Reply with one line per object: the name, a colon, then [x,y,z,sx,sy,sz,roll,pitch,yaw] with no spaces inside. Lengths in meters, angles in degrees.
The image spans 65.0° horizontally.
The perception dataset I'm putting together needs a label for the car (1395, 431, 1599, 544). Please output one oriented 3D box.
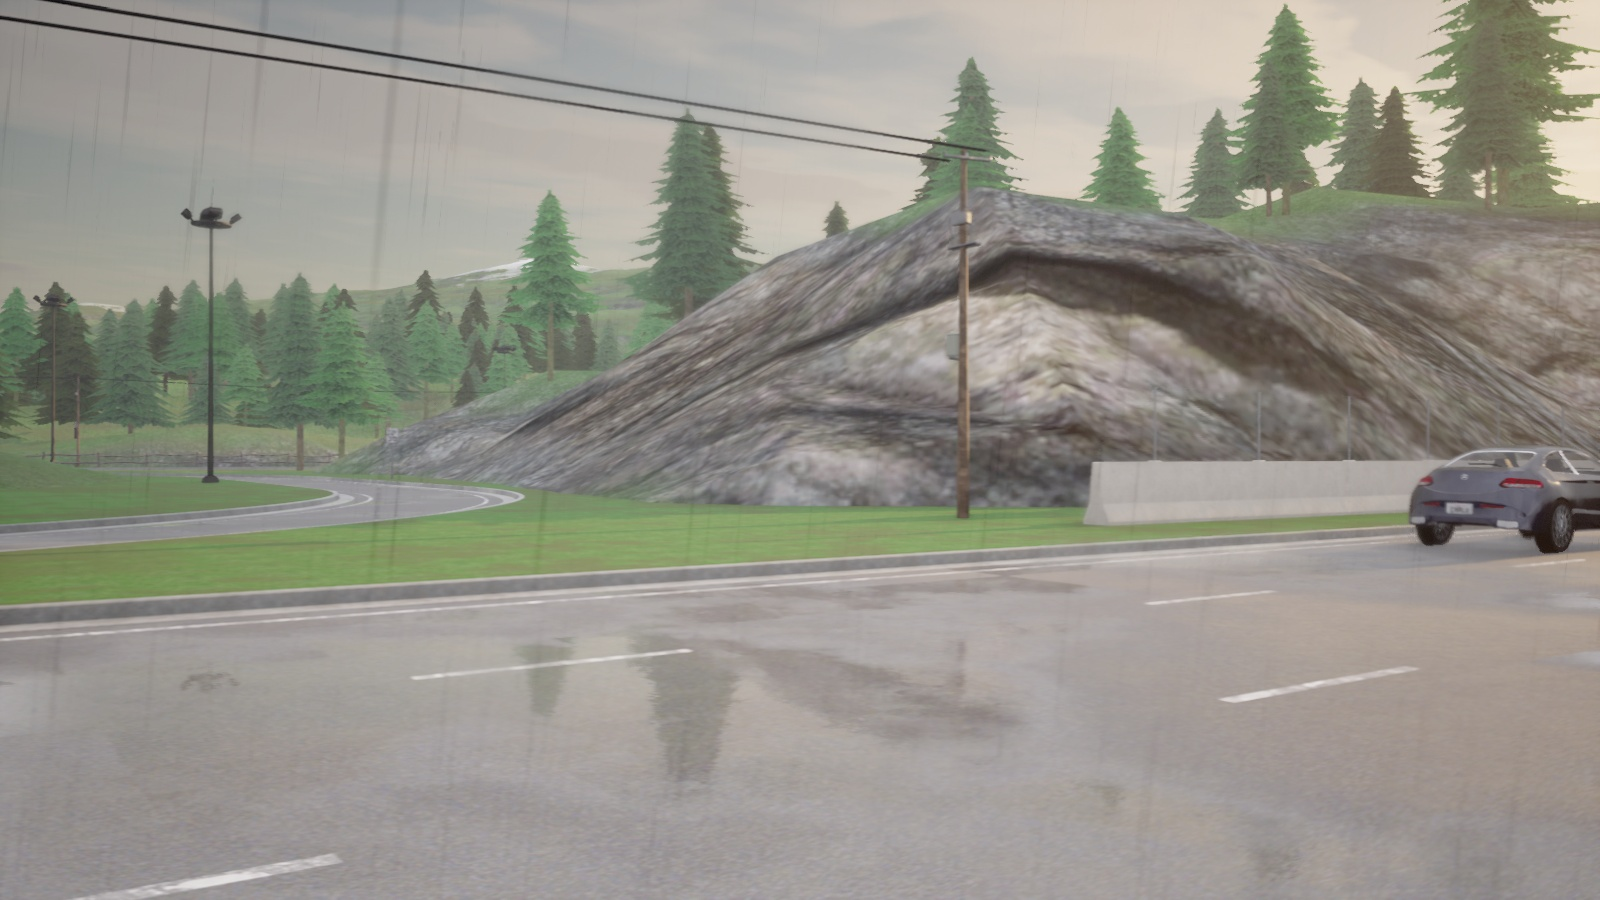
car: [12.215,0.548,20.690,5.027,1.651,2.152,0,0,-35]
